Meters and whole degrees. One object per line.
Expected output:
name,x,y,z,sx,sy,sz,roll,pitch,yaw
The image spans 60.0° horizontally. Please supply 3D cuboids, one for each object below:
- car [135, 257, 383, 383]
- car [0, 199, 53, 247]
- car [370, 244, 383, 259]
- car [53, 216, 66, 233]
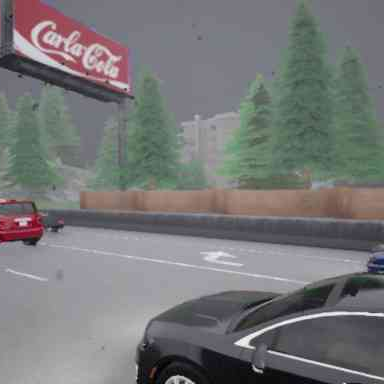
car,1.655,1.509,2.833,4.892,1.490,1.837,0,0,35
car,-8.699,1.319,14.351,5.566,2.045,2.150,0,0,35
car,7.041,1.545,7.600,5.357,1.411,2.033,0,0,35
car,-9.465,1.720,19.154,4.718,1.301,1.895,0,0,35
